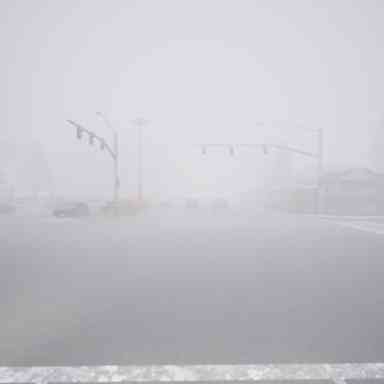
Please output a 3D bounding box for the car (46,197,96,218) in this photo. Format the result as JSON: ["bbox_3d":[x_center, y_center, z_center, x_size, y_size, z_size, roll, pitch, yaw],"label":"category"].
[{"bbox_3d":[-10.656,1.481,29.801,2.033,1.411,5.357,0,0,0],"label":"car"}]

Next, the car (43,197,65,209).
[{"bbox_3d":[-17.676,1.408,43.542,1.837,1.490,4.892,0,0,0],"label":"car"}]

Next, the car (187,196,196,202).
[{"bbox_3d":[-0.118,1.429,69.185,1.895,1.301,4.718,0,0,0],"label":"car"}]

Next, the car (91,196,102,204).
[{"bbox_3d":[-17.671,1.426,60.257,1.994,1.385,4.181,0,0,0],"label":"car"}]

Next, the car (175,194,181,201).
[{"bbox_3d":[-3.645,1.288,76.956,1.882,1.535,5.008,0,0,0],"label":"car"}]

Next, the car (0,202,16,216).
[{"bbox_3d":[-17.655,1.540,29.450,1.895,1.301,4.718,0,0,0],"label":"car"}]

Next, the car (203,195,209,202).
[{"bbox_3d":[3.382,1.390,69.156,1.994,1.385,4.181,0,0,0],"label":"car"}]

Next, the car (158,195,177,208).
[{"bbox_3d":[-3.488,1.490,45.843,1.895,1.301,4.718,0,0,0],"label":"car"}]

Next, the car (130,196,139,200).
[{"bbox_3d":[-10.671,1.454,61.788,1.895,1.301,4.718,0,0,0],"label":"car"}]

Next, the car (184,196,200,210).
[{"bbox_3d":[0.020,1.444,42.013,2.033,1.411,5.357,0,0,0],"label":"car"}]

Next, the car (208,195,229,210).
[{"bbox_3d":[3.519,1.442,42.026,2.033,1.411,5.357,0,0,0],"label":"car"}]

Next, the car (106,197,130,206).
[{"bbox_3d":[-10.681,1.438,47.272,2.033,1.411,5.357,0,0,0],"label":"car"}]
